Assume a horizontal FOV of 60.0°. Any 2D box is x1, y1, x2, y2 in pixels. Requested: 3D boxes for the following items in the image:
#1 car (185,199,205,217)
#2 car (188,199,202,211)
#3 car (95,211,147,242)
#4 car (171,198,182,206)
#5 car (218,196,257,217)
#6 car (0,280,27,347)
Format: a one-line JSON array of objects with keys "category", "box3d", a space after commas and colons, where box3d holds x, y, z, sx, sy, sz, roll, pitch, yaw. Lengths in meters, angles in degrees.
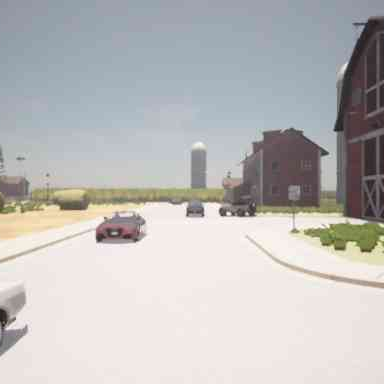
[{"category": "car", "box3d": [0.338, 1.709, 34.152, 2.128, 1.511, 4.902, 0, -1, 1]}, {"category": "car", "box3d": [0.434, 1.825, 47.231, 1.837, 1.490, 4.892, 0, 0, 1]}, {"category": "car", "box3d": [-3.470, 1.669, 16.910, 1.994, 1.385, 4.181, 0, 0, 0]}, {"category": "car", "box3d": [-3.001, 1.975, 66.077, 1.994, 1.385, 4.181, 0, 0, 1]}, {"category": "car", "box3d": [4.410, 1.383, 32.167, 1.905, 1.878, 3.866, -7, 3, -42]}, {"category": "car", "box3d": [-3.583, 1.615, 3.127, 1.895, 1.301, 4.718, 0, 0, 0]}]
